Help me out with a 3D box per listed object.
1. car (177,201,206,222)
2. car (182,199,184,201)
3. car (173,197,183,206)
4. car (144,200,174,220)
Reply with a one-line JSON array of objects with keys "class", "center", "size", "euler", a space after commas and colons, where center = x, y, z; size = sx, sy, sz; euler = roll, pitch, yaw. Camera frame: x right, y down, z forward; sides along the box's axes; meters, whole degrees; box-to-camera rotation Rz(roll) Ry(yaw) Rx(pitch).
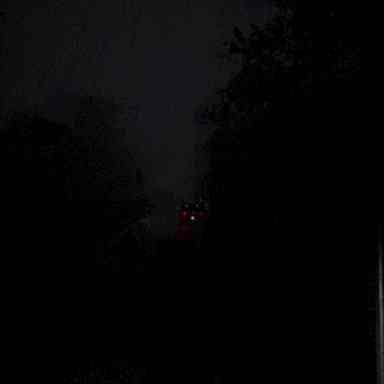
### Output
[{"class": "car", "center": [0.049, 1.606, 26.277], "size": [1.895, 1.301, 4.718], "euler": [0, 0, 0]}, {"class": "car", "center": [-0.028, 1.779, 42.185], "size": [1.895, 1.301, 4.718], "euler": [0, -1, 0]}, {"class": "car", "center": [-2.825, 2.004, 70.404], "size": [2.150, 2.045, 5.566], "euler": [0, -1, 1]}, {"class": "car", "center": [-2.907, 1.587, 28.621], "size": [1.994, 1.385, 4.181], "euler": [0, 0, 0]}]
